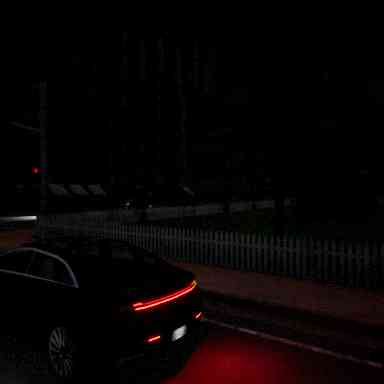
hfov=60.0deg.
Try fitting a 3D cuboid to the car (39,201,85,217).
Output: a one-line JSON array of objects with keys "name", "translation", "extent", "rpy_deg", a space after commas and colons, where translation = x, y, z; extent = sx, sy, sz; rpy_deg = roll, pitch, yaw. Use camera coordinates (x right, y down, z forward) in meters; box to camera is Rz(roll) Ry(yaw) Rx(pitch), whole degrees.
[{"name": "car", "translation": [-12.377, 1.564, 31.861], "extent": [1.994, 1.385, 4.181], "rpy_deg": [0, 0, 34]}]

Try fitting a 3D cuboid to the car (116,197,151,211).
[{"name": "car", "translation": [-6.960, 1.352, 39.885], "extent": [2.097, 1.767, 4.553], "rpy_deg": [0, 0, 34]}]

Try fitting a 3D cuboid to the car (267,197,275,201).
[{"name": "car", "translation": [15.208, 1.547, 59.887], "extent": [2.033, 1.411, 5.357], "rpy_deg": [0, 0, 34]}]

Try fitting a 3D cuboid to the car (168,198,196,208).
[{"name": "car", "translation": [-1.402, 1.601, 48.105], "extent": [1.895, 1.301, 4.718], "rpy_deg": [0, 0, 34]}]

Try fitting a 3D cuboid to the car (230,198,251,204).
[{"name": "car", "translation": [8.135, 1.601, 55.654], "extent": [1.895, 1.301, 4.718], "rpy_deg": [0, 0, 34]}]

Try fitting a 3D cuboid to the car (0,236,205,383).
[{"name": "car", "translation": [-2.118, 1.491, 5.451], "extent": [4.902, 1.511, 2.128], "rpy_deg": [0, 0, 36]}]
